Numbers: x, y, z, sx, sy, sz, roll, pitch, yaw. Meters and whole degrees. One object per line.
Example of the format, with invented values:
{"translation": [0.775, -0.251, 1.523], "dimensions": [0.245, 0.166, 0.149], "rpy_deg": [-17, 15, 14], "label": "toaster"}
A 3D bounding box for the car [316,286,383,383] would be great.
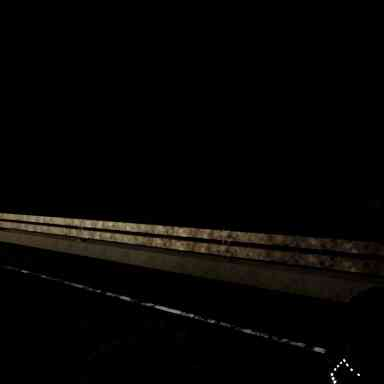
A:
{"translation": [3.504, 1.223, 1.493], "dimensions": [5.566, 2.045, 2.150], "rpy_deg": [0, 0, 35], "label": "car"}
